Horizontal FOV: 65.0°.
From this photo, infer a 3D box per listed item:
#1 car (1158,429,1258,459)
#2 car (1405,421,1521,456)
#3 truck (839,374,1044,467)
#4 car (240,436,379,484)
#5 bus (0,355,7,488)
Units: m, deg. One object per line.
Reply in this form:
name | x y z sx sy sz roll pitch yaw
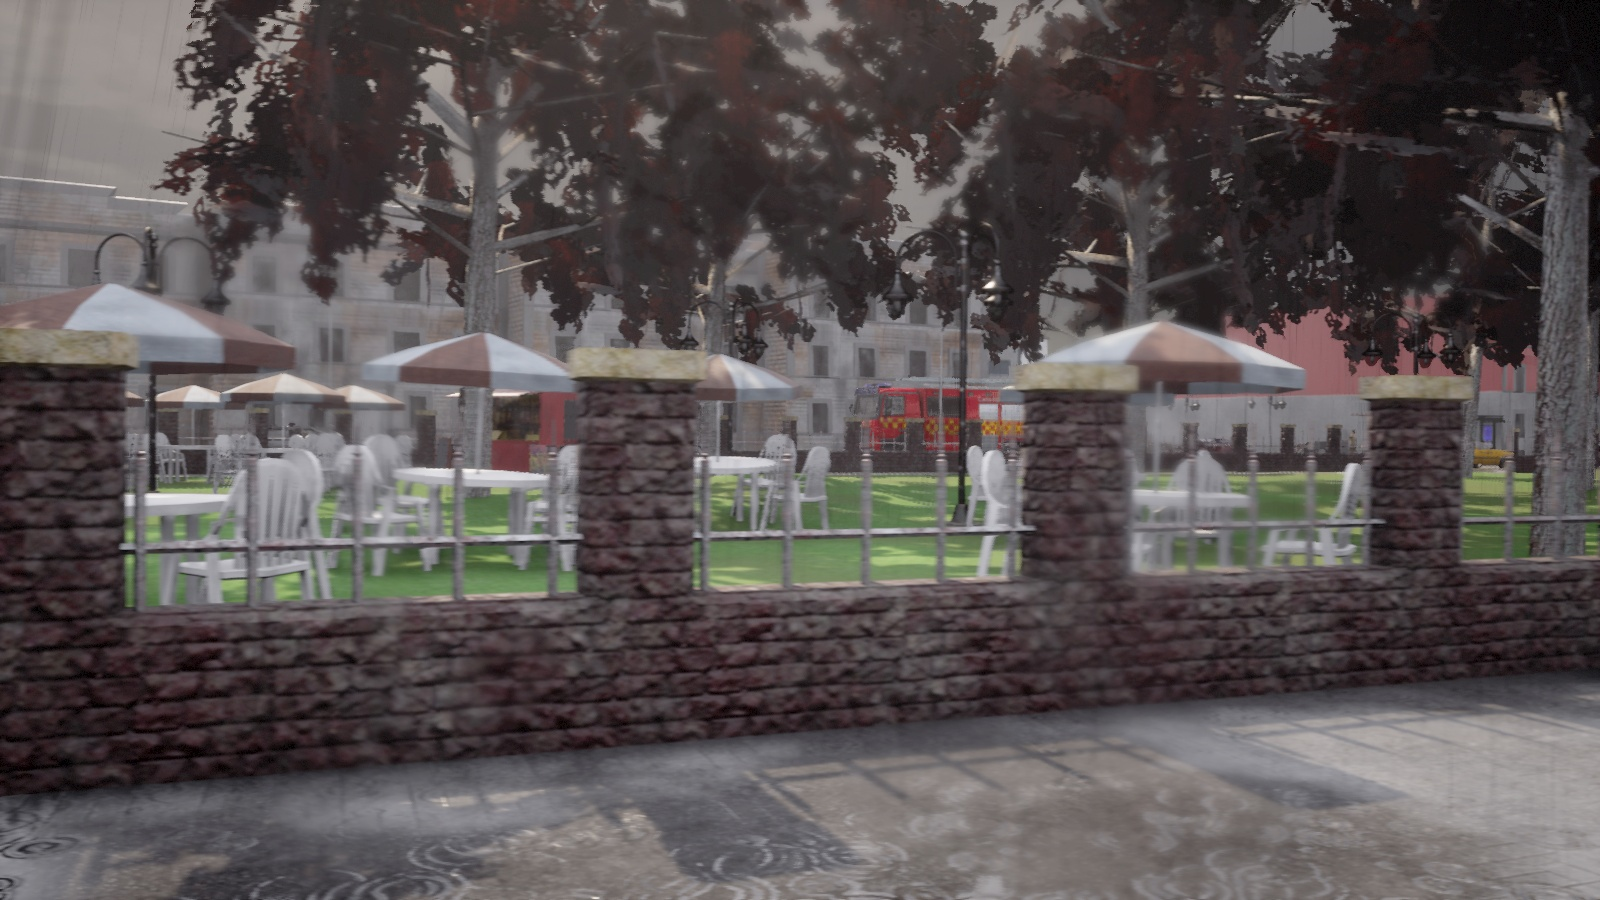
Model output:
car | 19.354 -0.302 59.571 4.181 1.385 1.994 -1 1 -21
car | 31.683 -0.562 59.975 5.366 1.575 1.801 -1 1 -21
truck | 6.159 -1.311 54.529 8.468 3.827 2.891 -1 1 -21
car | -16.245 0.308 41.726 4.193 1.474 1.816 -1 1 -21
bus | -30.822 -0.894 39.024 10.273 4.253 3.944 -1 2 -34
